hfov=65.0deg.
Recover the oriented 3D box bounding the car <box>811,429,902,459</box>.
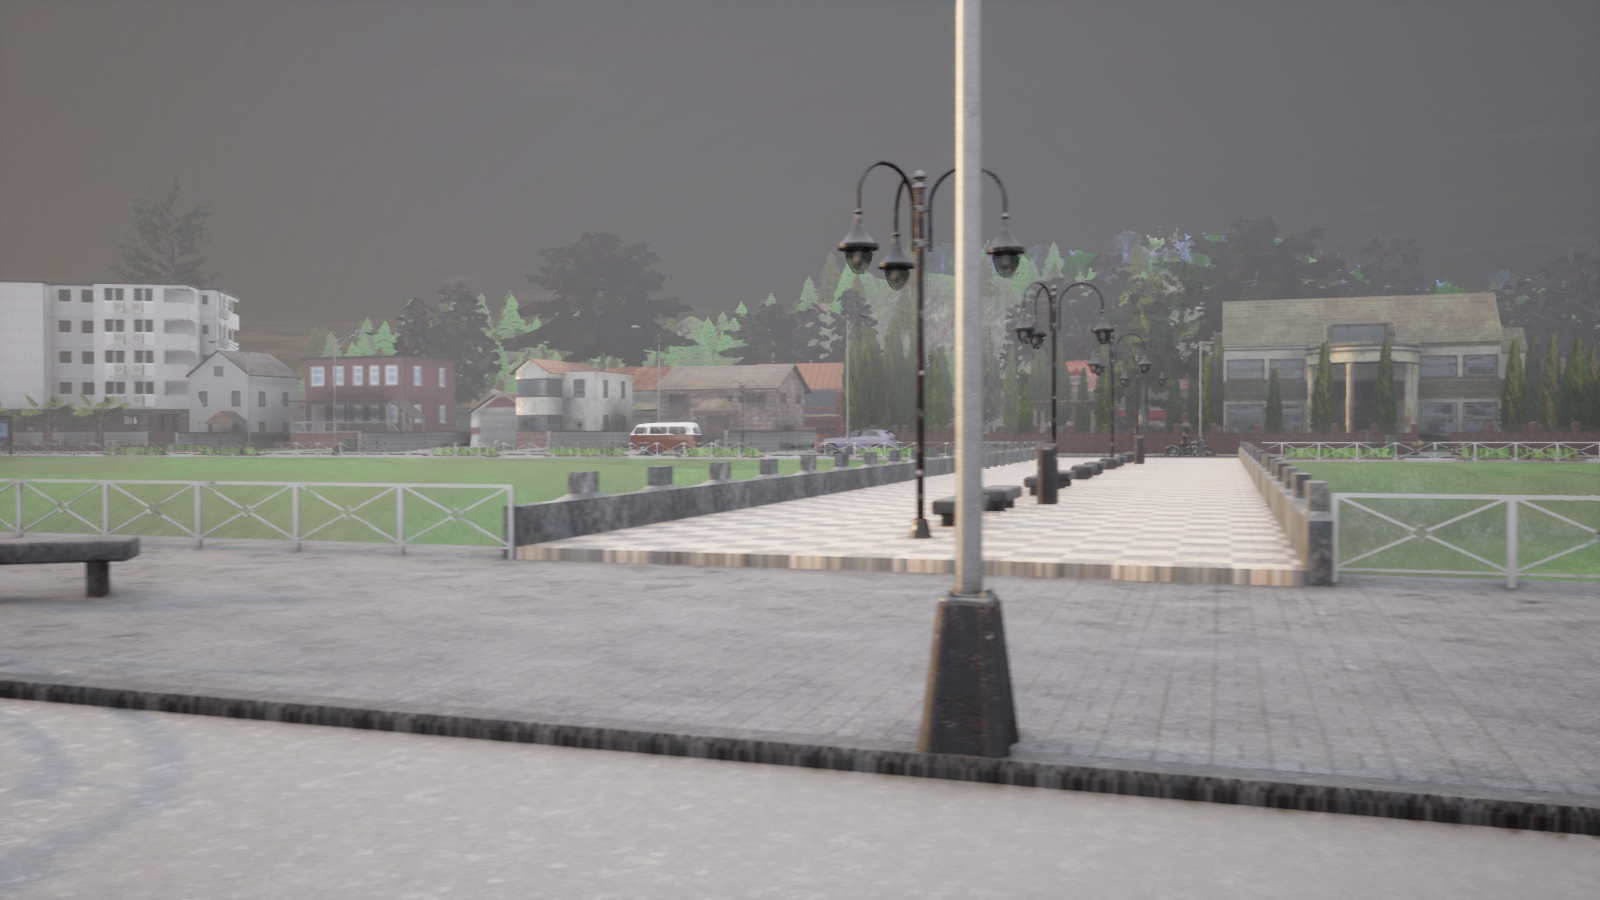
[{"bbox_3d":[3.250,-0.383,71.921,4.856,1.649,2.033,1,1,19],"label":"car"}]

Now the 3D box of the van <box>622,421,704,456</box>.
[{"bbox_3d":[-8.245,-0.695,75.788,4.480,2.038,2.069,1,1,19],"label":"van"}]

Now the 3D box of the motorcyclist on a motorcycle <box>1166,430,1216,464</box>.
[{"bbox_3d":[19.375,-0.147,62.271,2.350,1.649,0.766,1,1,19],"label":"motorcyclist on a motorcycle"}]
